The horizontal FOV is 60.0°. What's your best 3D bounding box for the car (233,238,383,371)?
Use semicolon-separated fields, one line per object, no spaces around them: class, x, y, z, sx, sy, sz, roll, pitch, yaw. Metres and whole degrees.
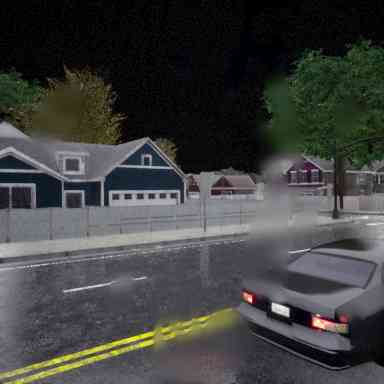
car;3.158;1.539;5.719;5.357;1.411;2.033;0;0;-36
